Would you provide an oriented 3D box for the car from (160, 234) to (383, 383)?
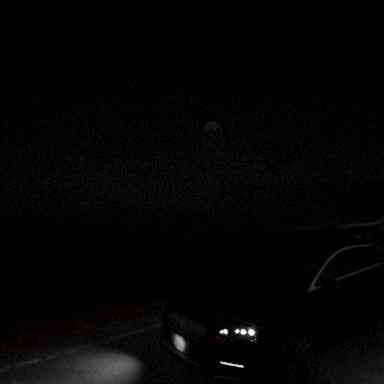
[{"bbox_3d":[1.814,1.506,5.390,4.902,1.511,2.128,0,0,-37],"label":"car"}]
